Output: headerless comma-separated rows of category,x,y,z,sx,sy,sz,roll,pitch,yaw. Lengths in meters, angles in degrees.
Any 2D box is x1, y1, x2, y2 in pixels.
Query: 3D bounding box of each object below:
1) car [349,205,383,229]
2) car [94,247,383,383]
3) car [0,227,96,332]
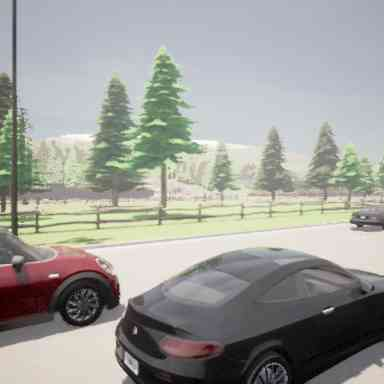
car,12.056,1.535,20.944,5.357,1.411,2.033,0,0,-35
car,1.270,1.524,4.653,4.674,1.442,1.812,0,0,-36
car,-3.528,1.352,5.531,4.553,1.767,2.097,0,0,-36
